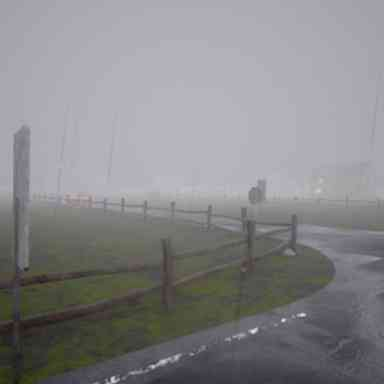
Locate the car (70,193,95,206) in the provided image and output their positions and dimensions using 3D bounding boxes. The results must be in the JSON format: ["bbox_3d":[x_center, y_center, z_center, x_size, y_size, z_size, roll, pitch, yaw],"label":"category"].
[{"bbox_3d":[-14.267,0.889,43.250,2.097,1.767,4.553,1,0,-36],"label":"car"}]
